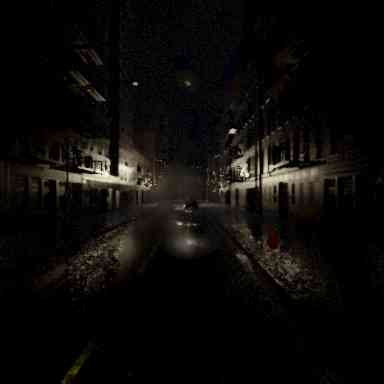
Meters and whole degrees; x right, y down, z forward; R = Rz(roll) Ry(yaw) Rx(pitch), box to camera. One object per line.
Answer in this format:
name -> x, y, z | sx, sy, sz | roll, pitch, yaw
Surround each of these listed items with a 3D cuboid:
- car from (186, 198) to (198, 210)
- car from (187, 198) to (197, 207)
car -> 0.001, 1.805, 49.225 | 1.837, 1.490, 4.892 | 0, 0, 0
car -> 0.001, 1.855, 59.643 | 1.882, 1.535, 5.008 | 0, 0, 0
